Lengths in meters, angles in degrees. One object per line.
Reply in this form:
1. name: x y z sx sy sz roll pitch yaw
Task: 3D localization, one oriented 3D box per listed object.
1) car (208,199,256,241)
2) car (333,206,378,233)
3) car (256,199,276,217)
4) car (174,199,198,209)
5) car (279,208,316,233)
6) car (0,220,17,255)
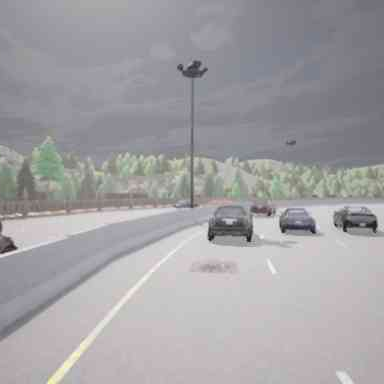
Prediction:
1. car: 2.122 1.443 17.411 2.097 1.767 4.553 0 0 11
2. car: 10.093 1.614 20.838 2.128 1.511 4.902 0 0 14
3. car: 7.449 1.541 34.528 2.097 1.767 4.553 0 0 22
4. car: -0.902 1.787 49.780 2.128 1.511 4.902 0 -1 29
5. car: 6.444 1.680 20.605 1.994 1.385 4.181 0 0 14
6. car: -6.483 1.582 8.524 1.994 1.385 4.181 0 0 6
